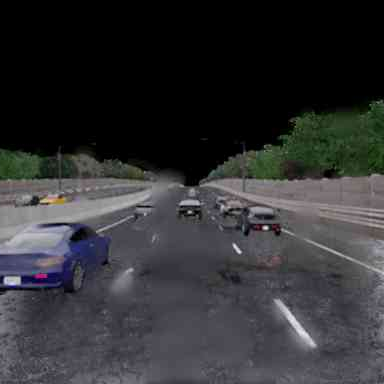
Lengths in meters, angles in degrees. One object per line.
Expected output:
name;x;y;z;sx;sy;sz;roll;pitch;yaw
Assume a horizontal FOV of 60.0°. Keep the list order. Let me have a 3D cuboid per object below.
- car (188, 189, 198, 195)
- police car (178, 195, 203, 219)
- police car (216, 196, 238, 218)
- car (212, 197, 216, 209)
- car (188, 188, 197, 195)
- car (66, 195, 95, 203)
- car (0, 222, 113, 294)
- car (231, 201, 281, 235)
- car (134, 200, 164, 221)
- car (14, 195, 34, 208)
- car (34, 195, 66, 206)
car;0.098;0.542;60.651;2.128;1.511;4.902;0;3;0
police car;-0.110;1.336;28.518;1.930;1.638;5.238;0;1;1
police car;3.510;1.409;29.248;2.038;1.542;4.974;0;1;0
car;3.513;1.240;40.237;1.837;1.490;4.892;0;1;0
car;0.025;-0.055;75.406;1.994;1.385;4.181;0;3;0
car;-14.078;1.161;43.177;2.128;1.511;4.902;0;1;0
car;-3.397;1.506;8.603;1.812;1.442;4.674;0;0;0
car;3.506;1.458;18.250;1.837;1.490;4.892;0;0;0
car;-3.392;1.416;26.676;2.128;1.511;4.902;0;0;0
car;-21.074;1.198;43.061;1.812;1.442;4.674;0;1;0
car;-17.578;1.169;42.226;1.882;1.535;5.008;0;1;0
